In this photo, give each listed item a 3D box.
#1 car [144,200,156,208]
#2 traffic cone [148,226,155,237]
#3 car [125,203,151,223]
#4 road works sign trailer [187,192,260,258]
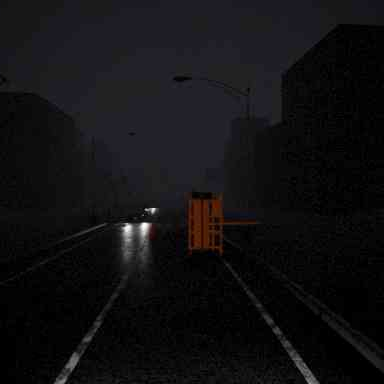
[{"bbox_3d":[-7.195,2.032,56.599,1.994,1.385,4.181,0,1,-5],"label":"car"},{"bbox_3d":[-2.241,2.183,18.404,0.340,0.580,0.340,-1,-2,-5],"label":"traffic cone"},{"bbox_3d":[-5.185,2.091,31.532,1.812,1.442,4.674,0,-1,-5],"label":"car"},{"bbox_3d":[0.820,1.165,13.288,2.880,2.380,3.560,0,-1,-13],"label":"road works sign trailer"}]
